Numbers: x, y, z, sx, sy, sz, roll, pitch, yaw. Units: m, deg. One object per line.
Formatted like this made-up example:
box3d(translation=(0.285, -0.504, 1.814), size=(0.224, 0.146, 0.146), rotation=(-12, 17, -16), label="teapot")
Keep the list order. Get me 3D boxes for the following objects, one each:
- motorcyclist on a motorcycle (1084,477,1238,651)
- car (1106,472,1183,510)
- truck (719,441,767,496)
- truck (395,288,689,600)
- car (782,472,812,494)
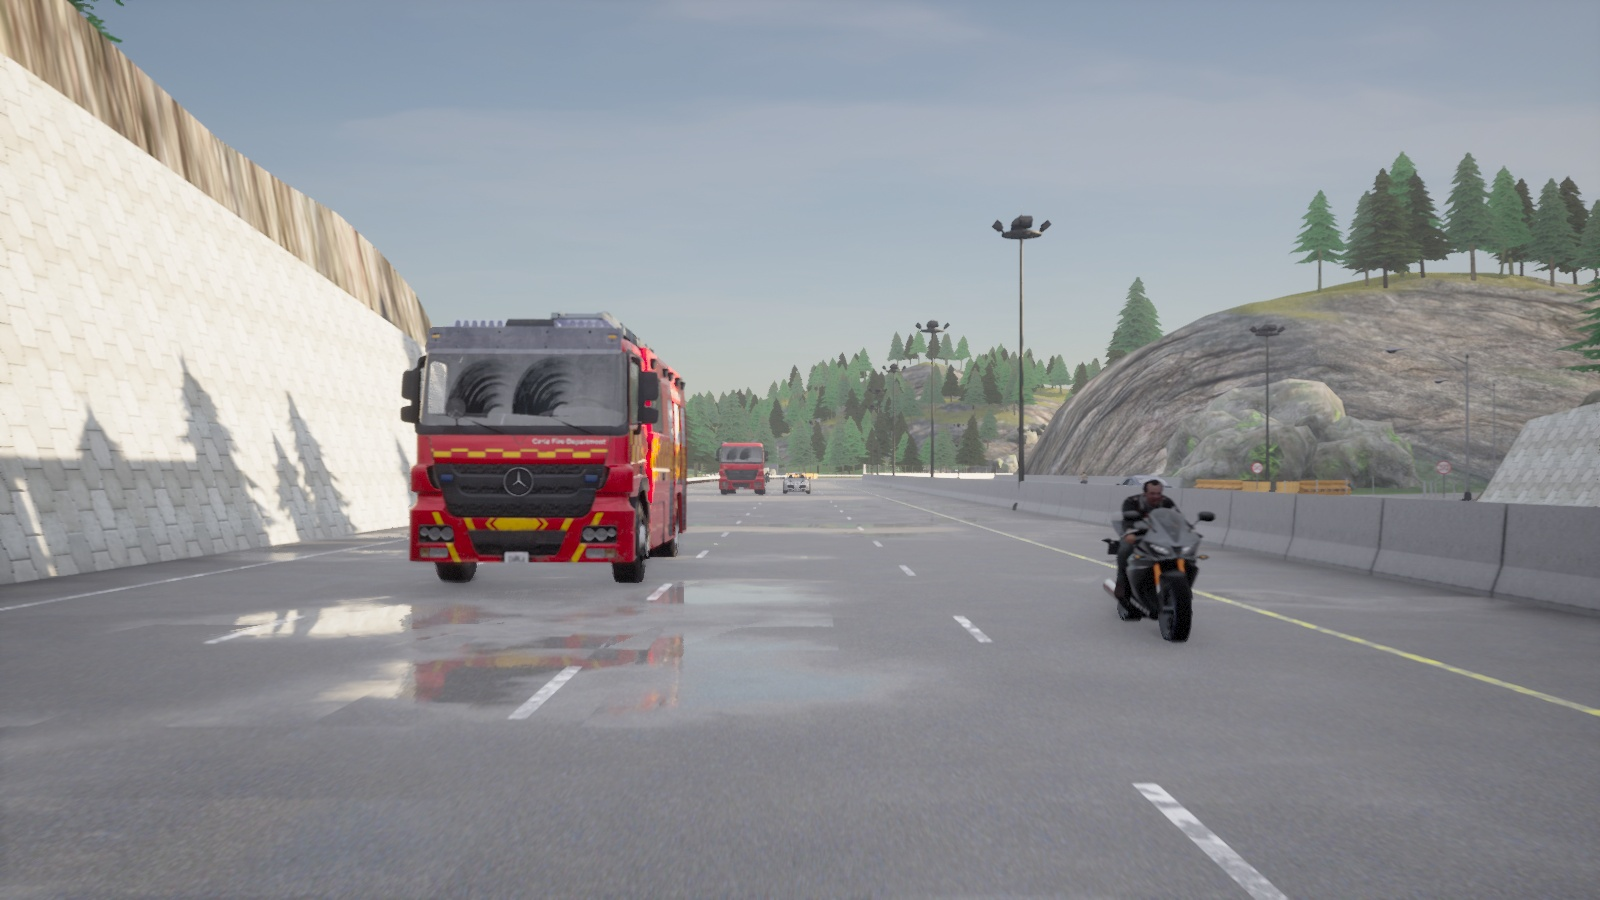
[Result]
box3d(translation=(3.470, 1.042, 12.305), size=(0.866, 1.530, 2.191), rotation=(0, -1, 0), label="motorcyclist on a motorcycle")
box3d(translation=(13.876, 1.637, 50.892), size=(1.812, 1.442, 4.674), rotation=(0, -1, 0), label="car")
box3d(translation=(-3.706, 1.242, 83.293), size=(2.891, 3.462, 7.936), rotation=(0, -1, 0), label="truck")
box3d(translation=(-3.552, -0.006, 19.703), size=(2.891, 3.827, 8.468), rotation=(0, -1, 0), label="truck")
box3d(translation=(-0.209, 2.219, 85.908), size=(1.970, 1.475, 3.806), rotation=(0, -1, 0), label="car")
